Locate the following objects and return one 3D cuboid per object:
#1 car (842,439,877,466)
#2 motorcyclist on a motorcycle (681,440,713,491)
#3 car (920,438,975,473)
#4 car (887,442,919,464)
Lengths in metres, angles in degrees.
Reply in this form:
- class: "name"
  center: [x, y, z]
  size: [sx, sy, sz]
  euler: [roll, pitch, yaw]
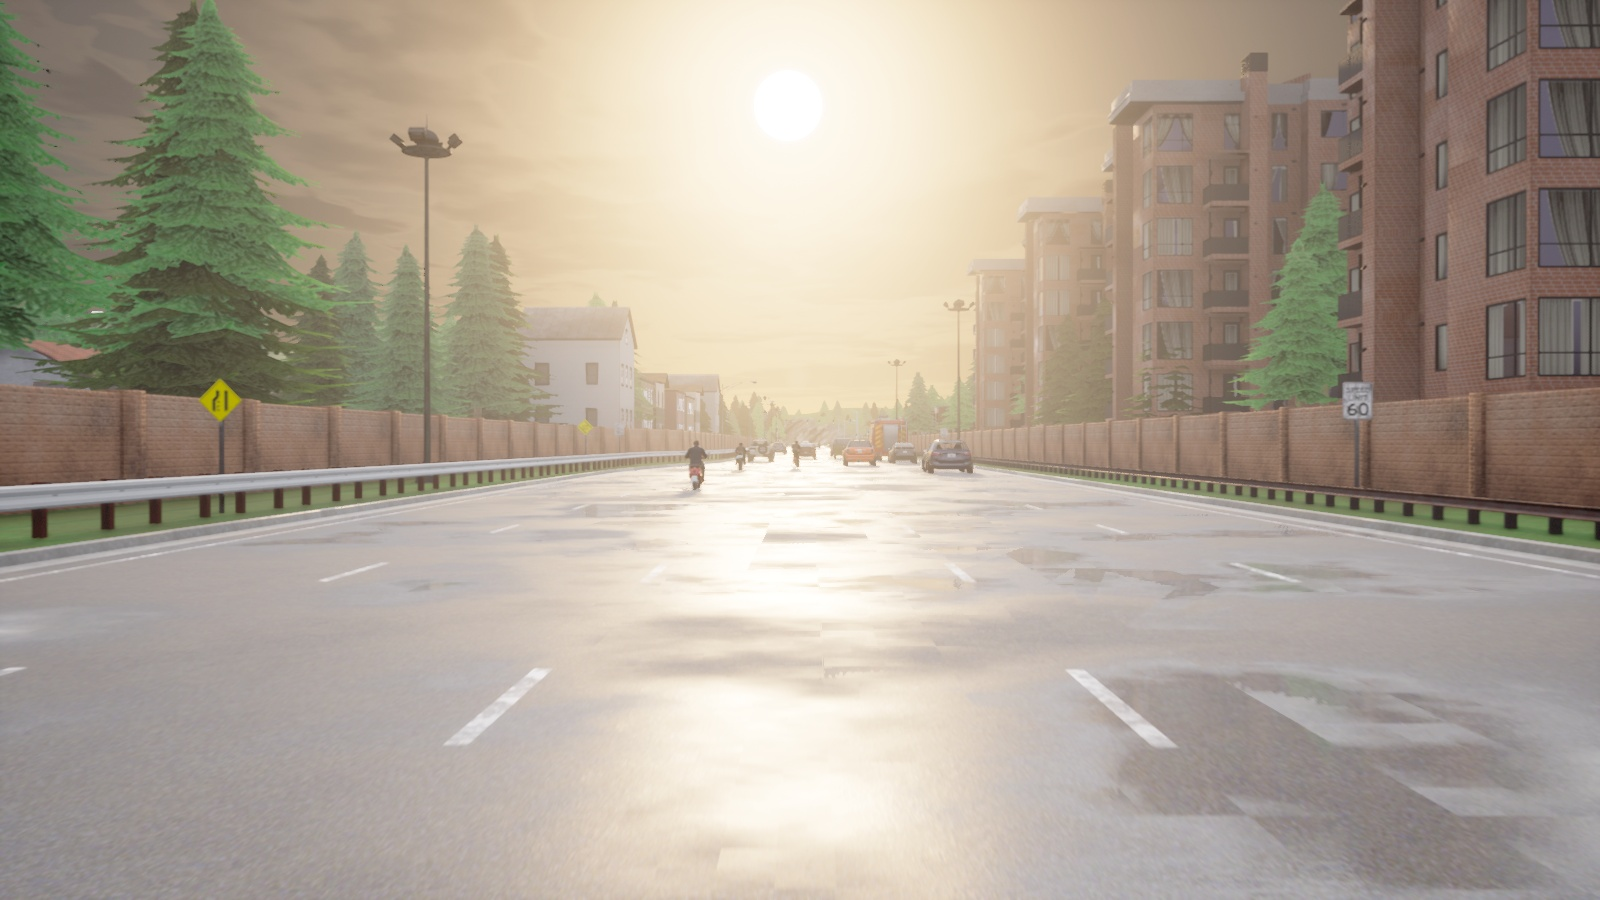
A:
- class: "car"
  center: [3.897, 0.139, 83.282]
  size: [2.097, 1.767, 4.553]
  euler: [0, 0, 0]
- class: "motorcyclist on a motorcycle"
  center: [-3.301, 0.470, 40.251]
  size: [0.866, 1.590, 1.817]
  euler: [0, 0, 0]
- class: "car"
  center: [7.302, 0.244, 62.583]
  size: [2.242, 1.667, 4.611]
  euler: [0, 0, 0]
- class: "car"
  center: [7.432, 0.187, 90.885]
  size: [2.007, 1.525, 4.514]
  euler: [0, 0, 0]
